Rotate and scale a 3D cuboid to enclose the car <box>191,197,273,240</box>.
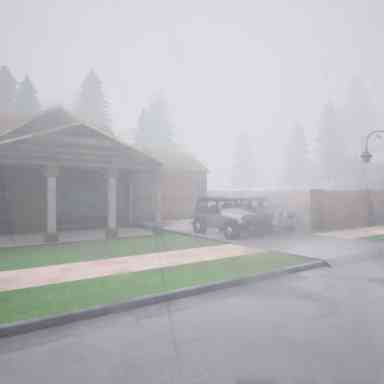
[{"bbox_3d":[1.614,1.174,15.984,1.905,1.878,3.866,0,0,-36],"label":"car"}]

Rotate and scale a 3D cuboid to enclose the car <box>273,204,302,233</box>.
[{"bbox_3d":[3.434,1.172,17.762,1.932,1.855,4.605,0,0,-36],"label":"car"}]
